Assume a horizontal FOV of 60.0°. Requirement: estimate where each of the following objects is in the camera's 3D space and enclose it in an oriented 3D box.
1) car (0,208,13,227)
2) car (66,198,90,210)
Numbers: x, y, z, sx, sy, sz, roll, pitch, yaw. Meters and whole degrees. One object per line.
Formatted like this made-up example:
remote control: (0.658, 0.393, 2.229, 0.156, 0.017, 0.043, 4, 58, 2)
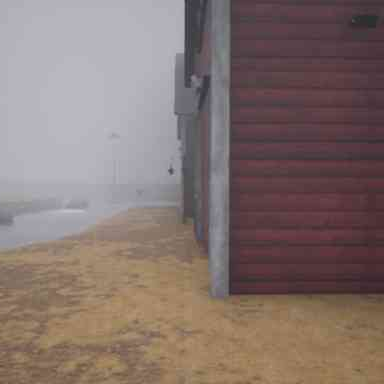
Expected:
car: (-12.269, 1.466, 19.255, 1.994, 1.385, 4.181, 0, 0, 1)
car: (-13.495, 1.354, 39.522, 1.994, 1.385, 4.181, 0, 0, -5)
